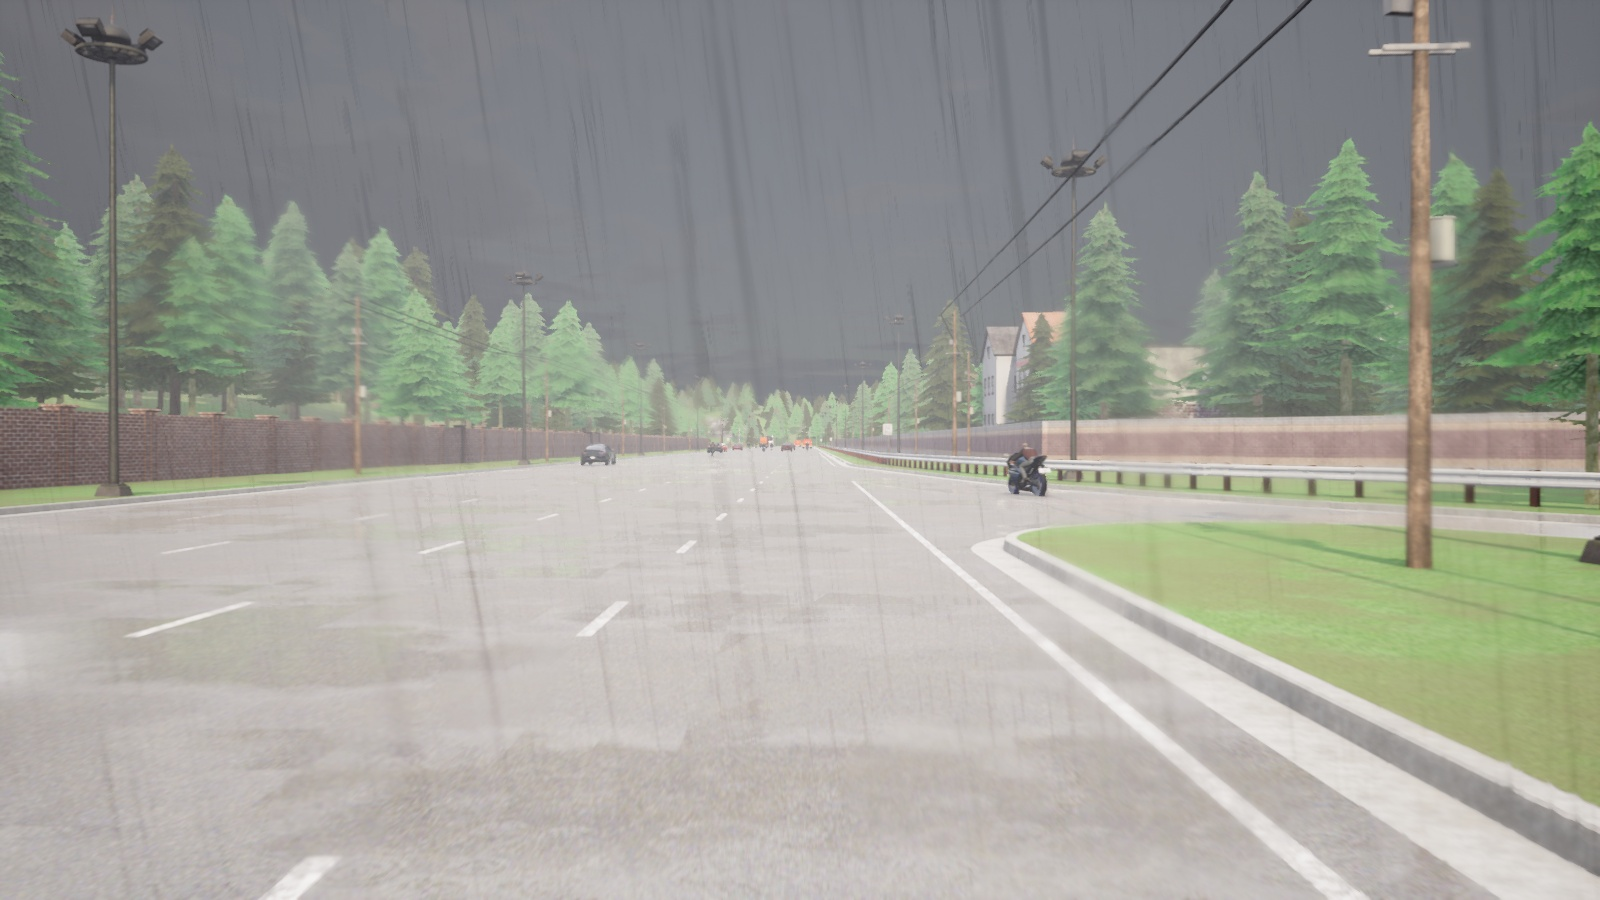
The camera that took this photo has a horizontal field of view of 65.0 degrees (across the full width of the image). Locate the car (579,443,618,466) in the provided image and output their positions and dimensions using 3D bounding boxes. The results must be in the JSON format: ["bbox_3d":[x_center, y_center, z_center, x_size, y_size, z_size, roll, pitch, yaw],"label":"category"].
[{"bbox_3d":[-13.504,0.286,84.283,1.812,1.442,4.674,0,1,0],"label":"car"}]

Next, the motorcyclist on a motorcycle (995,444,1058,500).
[{"bbox_3d":[6.379,0.587,35.493,0.866,1.530,2.191,0,0,-17],"label":"motorcyclist on a motorcycle"}]
